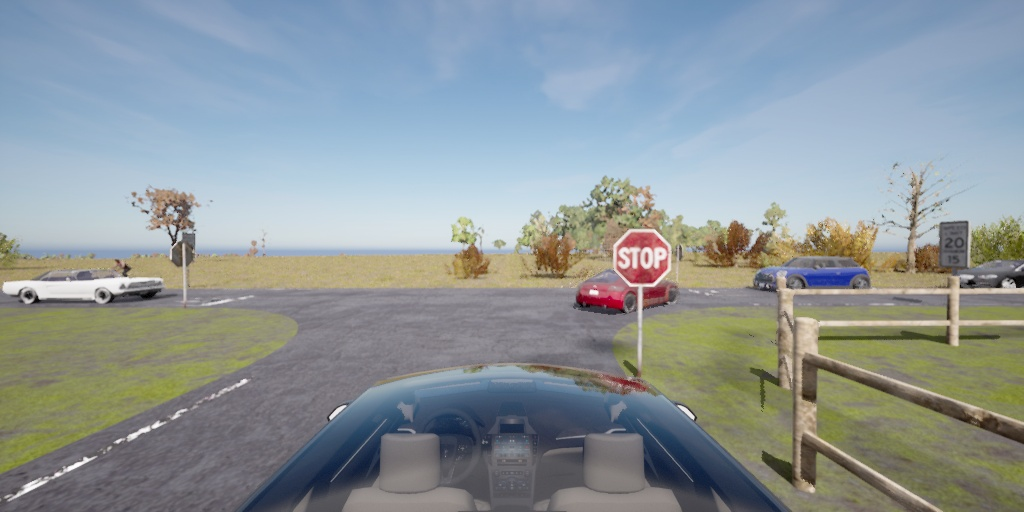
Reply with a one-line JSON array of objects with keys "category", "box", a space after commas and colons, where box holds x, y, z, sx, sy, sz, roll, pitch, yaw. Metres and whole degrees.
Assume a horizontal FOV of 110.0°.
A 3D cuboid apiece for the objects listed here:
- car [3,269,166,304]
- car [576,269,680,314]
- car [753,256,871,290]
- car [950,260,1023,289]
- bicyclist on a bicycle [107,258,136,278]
[{"category": "car", "box": [-17.231, 1.192, 14.653, 4.718, 1.301, 1.895, 0, 1, 0]}, {"category": "car", "box": [4.251, 1.125, 12.940, 4.181, 1.385, 1.994, -1, 1, -39]}, {"category": "car", "box": [14.368, 0.812, 17.400, 4.553, 1.767, 2.097, 0, 1, 0]}, {"category": "car", "box": [24.274, 0.931, 17.340, 4.902, 1.511, 2.128, 0, 1, 0]}, {"category": "bicyclist on a bicycle", "box": [-22.541, 0.964, 20.657, 0.582, 1.620, 1.656, 0, 1, 0]}]
